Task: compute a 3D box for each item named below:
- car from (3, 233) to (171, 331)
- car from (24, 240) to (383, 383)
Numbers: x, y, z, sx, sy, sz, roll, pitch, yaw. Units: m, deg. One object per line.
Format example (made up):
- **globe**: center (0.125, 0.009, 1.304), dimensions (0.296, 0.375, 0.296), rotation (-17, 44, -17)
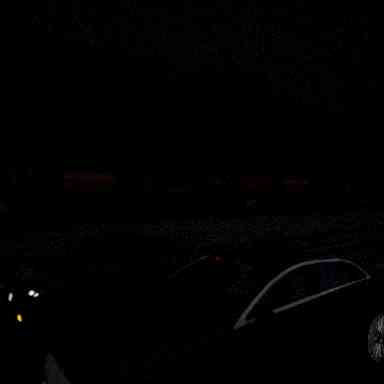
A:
- **car**: center (-1.384, 1.561, 6.688), dimensions (4.181, 1.385, 1.994), rotation (0, 0, -35)
- **car**: center (0.781, 1.489, 4.239), dimensions (4.902, 1.511, 2.128), rotation (0, 0, -35)
